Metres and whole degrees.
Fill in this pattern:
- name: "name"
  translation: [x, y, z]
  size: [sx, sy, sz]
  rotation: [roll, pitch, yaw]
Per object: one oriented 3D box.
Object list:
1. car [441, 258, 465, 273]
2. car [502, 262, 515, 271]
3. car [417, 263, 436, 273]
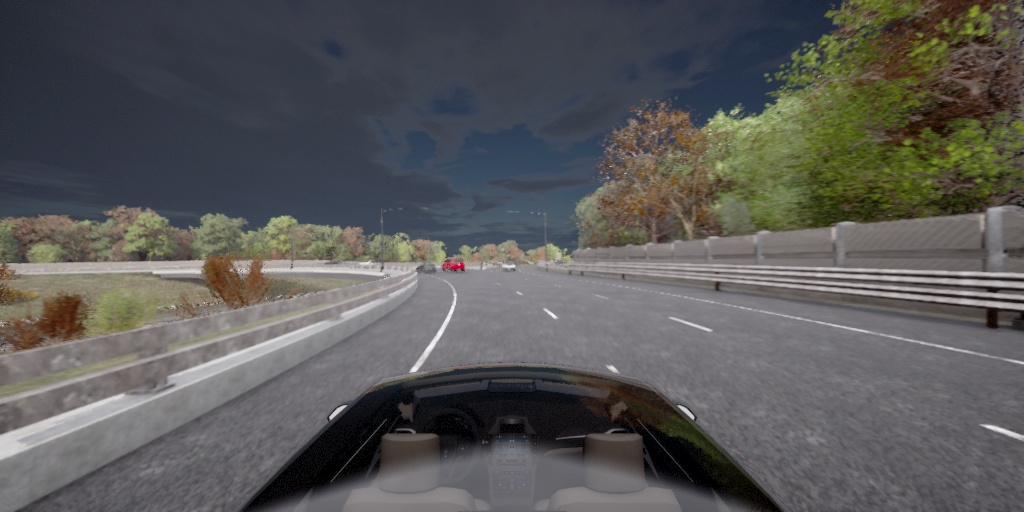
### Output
- name: "car"
  translation: [-8.754, 1.360, 53.209]
  size: [2.150, 2.045, 5.566]
  rotation: [-1, 0, -28]
- name: "car"
  translation: [-0.466, 1.572, 53.722]
  size: [1.895, 1.301, 4.718]
  rotation: [-1, 0, -1]
- name: "car"
  translation: [-12.597, 1.708, 52.831]
  size: [2.128, 1.511, 4.902]
  rotation: [-1, 0, -28]
